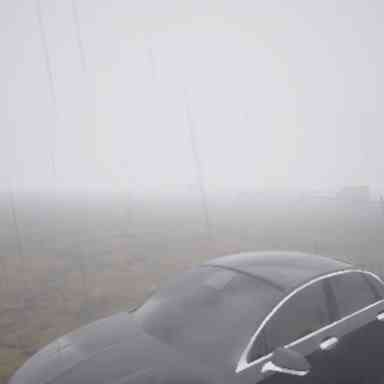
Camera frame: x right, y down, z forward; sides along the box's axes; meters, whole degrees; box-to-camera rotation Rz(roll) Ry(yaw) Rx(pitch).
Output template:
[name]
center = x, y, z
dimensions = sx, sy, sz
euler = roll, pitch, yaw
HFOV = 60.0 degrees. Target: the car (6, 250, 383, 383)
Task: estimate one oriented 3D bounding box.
[car]
center = 0.704, 1.497, 3.573
dimensions = 4.892, 1.490, 1.837
euler = 0, 0, -35
